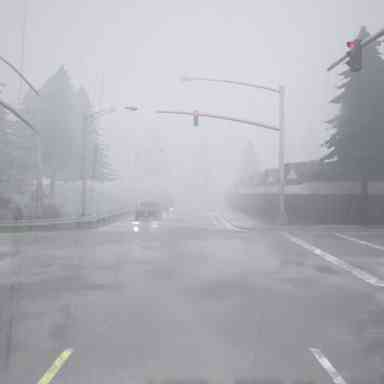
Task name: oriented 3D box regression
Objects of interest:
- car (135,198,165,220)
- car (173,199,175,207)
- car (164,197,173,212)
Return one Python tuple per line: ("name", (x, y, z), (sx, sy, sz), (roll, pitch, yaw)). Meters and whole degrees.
("car", (-3.596, 1.505, 28.033), (1.837, 1.490, 4.892), (0, 0, 0))
("car", (-3.502, 1.504, 48.302), (1.837, 1.490, 4.892), (0, 0, 2))
("car", (-3.588, 1.564, 37.947), (1.994, 1.385, 4.181), (0, 0, 0))
